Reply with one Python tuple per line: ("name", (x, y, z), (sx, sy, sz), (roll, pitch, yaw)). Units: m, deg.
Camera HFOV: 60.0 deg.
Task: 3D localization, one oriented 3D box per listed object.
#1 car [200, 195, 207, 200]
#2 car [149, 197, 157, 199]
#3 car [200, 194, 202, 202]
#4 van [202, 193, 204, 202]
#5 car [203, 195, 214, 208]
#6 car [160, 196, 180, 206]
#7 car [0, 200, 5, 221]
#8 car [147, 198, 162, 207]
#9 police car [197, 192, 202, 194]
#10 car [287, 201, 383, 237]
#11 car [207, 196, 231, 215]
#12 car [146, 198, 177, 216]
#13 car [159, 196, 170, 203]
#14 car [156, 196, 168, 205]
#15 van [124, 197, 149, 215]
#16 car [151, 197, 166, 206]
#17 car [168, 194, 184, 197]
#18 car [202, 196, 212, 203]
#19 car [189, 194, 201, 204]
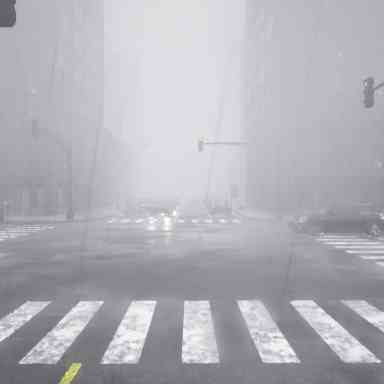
("car", (3.100, 1.558, 90.076), (1.947, 1.339, 4.313), (0, 0, 0))
("car", (-5.673, 1.443, 39.091), (1.967, 1.590, 4.097), (0, 0, 0))
("car", (2.963, 1.527, 61.899), (1.752, 1.417, 4.829), (0, 0, 0))
("van", (2.935, 1.344, 56.060), (1.690, 1.788, 3.998), (0, 0, 0))
("car", (2.880, 1.443, 44.721), (1.967, 1.590, 4.097), (0, 0, 0))
("car", (-2.894, 1.604, 43.180), (1.895, 1.301, 4.718), (0, 0, 1))
("car", (-14.618, 1.190, 20.570), (5.566, 2.045, 2.150), (0, 0, 0))
("car", (-5.618, 1.585, 50.428), (1.802, 1.307, 4.206), (0, 0, 0))
("police car", (2.747, 1.421, 79.490), (1.930, 1.638, 5.238), (0, 0, 0))
("car", (7.411, 1.360, 17.427), (4.553, 1.767, 2.097), (0, 0, 0))
("car", (2.825, 1.442, 33.383), (1.967, 1.590, 4.097), (0, 0, 0))
("car", (-2.943, 1.603, 33.197), (1.895, 1.301, 4.718), (0, 0, 3))
("car", (-5.535, 1.566, 67.432), (1.947, 1.339, 4.313), (0, 0, 0))
("car", (-5.564, 1.527, 61.594), (1.752, 1.417, 4.829), (0, 0, 0))
("van", (-5.701, 1.343, 33.423), (1.690, 1.788, 3.998), (0, 0, 0))
("car", (-5.591, 1.569, 56.096), (1.947, 1.339, 4.313), (0, 0, 0))
("car", (-2.834, 1.550, 53.870), (2.033, 1.411, 5.357), (0, 0, 1))
("car", (2.990, 1.551, 67.399), (2.008, 1.369, 4.403), (0, 0, 0))
("car", (0.406, 1.549, 62.216), (2.033, 1.411, 5.357), (0, 0, 0))
